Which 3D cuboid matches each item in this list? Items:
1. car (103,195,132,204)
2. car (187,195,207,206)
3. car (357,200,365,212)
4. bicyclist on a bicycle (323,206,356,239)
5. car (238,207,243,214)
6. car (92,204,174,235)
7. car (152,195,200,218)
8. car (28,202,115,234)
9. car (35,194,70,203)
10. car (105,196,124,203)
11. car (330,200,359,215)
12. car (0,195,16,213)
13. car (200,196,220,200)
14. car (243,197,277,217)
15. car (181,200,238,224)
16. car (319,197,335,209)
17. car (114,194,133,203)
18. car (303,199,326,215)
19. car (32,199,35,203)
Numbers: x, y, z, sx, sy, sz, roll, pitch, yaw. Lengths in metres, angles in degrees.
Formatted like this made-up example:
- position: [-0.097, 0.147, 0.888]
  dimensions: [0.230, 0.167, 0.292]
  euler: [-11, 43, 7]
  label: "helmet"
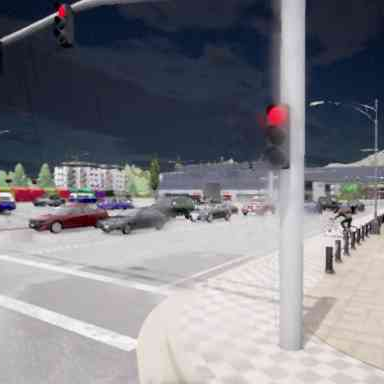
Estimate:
- position: [-10.957, 1.639, 50.529]
  dimensions: [1.970, 1.475, 3.806]
  euler: [0, 0, 34]
  label: "car"
- position: [1.012, 1.579, 63.538]
  dimensions: [1.905, 1.878, 3.866]
  euler: [0, 0, 34]
  label: "car"
- position: [23.160, 1.877, 47.283]
  dimensions: [2.097, 1.767, 4.553]
  euler: [0, -1, 34]
  label: "car"
- position: [7.372, 1.514, 16.512]
  dimensions: [1.656, 1.620, 0.582]
  euler: [0, -1, 34]
  label: "bicyclist on a bicycle"
- position: [3.623, 1.860, 37.014]
  dimensions: [1.994, 1.385, 4.181]
  euler: [0, 0, 34]
  label: "car"
- position: [-3.402, 1.664, 20.110]
  dimensions: [1.812, 1.442, 4.674]
  euler: [0, 0, 34]
  label: "car"
- position: [-1.913, 1.422, 28.706]
  dimensions: [2.150, 2.045, 5.566]
  euler: [0, 0, 34]
  label: "car"
- position: [-7.418, 1.582, 20.426]
  dimensions: [1.882, 1.535, 5.008]
  euler: [0, 0, 34]
  label: "car"
- position: [-25.044, 1.325, 59.859]
  dimensions: [1.932, 1.855, 4.605]
  euler: [0, 0, 34]
  label: "car"
- position: [-17.715, 1.724, 76.046]
  dimensions: [1.970, 1.475, 3.806]
  euler: [0, 0, 34]
  label: "car"
- position: [18.314, 2.006, 39.889]
  dimensions: [1.994, 1.385, 4.181]
  euler: [0, 0, 34]
  label: "car"
- position: [-24.152, 1.470, 41.192]
  dimensions: [1.970, 1.475, 3.806]
  euler: [0, 0, 34]
  label: "car"
- position: [3.387, 1.587, 61.882]
  dimensions: [1.932, 1.855, 4.605]
  euler: [0, 0, 34]
  label: "car"
- position: [7.497, 1.549, 36.521]
  dimensions: [2.150, 2.045, 5.566]
  euler: [0, 0, 34]
  label: "car"
- position: [1.576, 1.716, 27.633]
  dimensions: [2.128, 1.511, 4.902]
  euler: [0, 0, 34]
  label: "car"
- position: [19.733, 1.723, 48.288]
  dimensions: [2.150, 2.045, 5.566]
  euler: [0, 0, 34]
  label: "car"
- position: [-15.313, 1.496, 74.427]
  dimensions: [1.905, 1.878, 3.866]
  euler: [0, 0, 34]
  label: "car"
- position: [14.387, 1.935, 40.224]
  dimensions: [1.812, 1.442, 4.674]
  euler: [0, 0, 33]
  label: "car"
- position: [-27.417, 1.524, 61.522]
  dimensions: [1.784, 1.438, 3.905]
  euler: [0, 0, 34]
  label: "car"
